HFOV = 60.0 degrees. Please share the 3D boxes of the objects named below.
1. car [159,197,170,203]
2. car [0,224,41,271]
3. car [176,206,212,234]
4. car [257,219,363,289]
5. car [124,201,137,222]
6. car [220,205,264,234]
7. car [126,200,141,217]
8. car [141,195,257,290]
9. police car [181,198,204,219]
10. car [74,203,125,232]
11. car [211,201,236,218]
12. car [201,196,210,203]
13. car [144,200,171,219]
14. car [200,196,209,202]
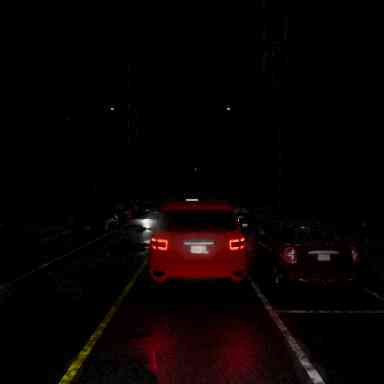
[{"bbox_3d":[-5.617,1.626,68.244,1.802,1.307,4.206,0,0,0],"label":"car"},{"bbox_3d":[-5.669,1.582,9.135,1.802,1.307,4.206,0,0,0],"label":"car"},{"bbox_3d":[0.104,1.602,19.986,1.895,1.301,4.718,0,0,0],"label":"car"},{"bbox_3d":[2.856,1.440,9.132,1.967,1.590,4.097,0,0,0],"label":"car"},{"bbox_3d":[-5.665,1.584,25.639,1.802,1.307,4.206,0,0,0],"label":"car"},{"bbox_3d":[2.859,1.552,20.135,2.008,1.369,4.403,0,0,0],"label":"car"},{"bbox_3d":[-5.663,1.443,31.141,1.967,1.590,4.097,0,0,0],"label":"car"},{"bbox_3d":[0.106,1.221,9.216,2.150,2.045,5.566,0,0,-1],"label":"car"},{"bbox_3d":[0.008,1.428,30.250,1.930,1.638,5.238,0,0,0],"label":"police car"},{"bbox_3d":[-5.666,1.567,20.138,1.947,1.339,4.313,0,0,0],"label":"car"},{"bbox_3d":[2.863,1.569,31.138,1.947,1.339,4.313,0,0,0],"label":"car"},{"bbox_3d":[2.919,1.580,73.807,1.752,1.417,4.829,0,0,0],"label":"car"},{"bbox_3d":[-3.014,1.510,29.935,1.837,1.490,4.892,0,-1,0],"label":"car"},{"bbox_3d":[2.931,1.617,79.046,2.008,1.369,4.403,0,0,0],"label":"car"}]
